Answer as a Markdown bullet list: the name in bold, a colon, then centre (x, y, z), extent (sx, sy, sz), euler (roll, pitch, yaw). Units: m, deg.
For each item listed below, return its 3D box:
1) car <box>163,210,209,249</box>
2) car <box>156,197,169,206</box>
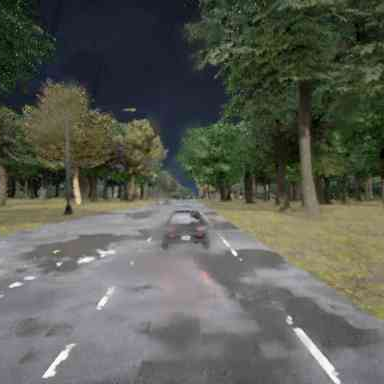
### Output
- **car**: centre (-0.278, 1.530, 14.603), extent (1.812, 1.442, 4.674), euler (-1, 0, -1)
- **car**: centre (-5.080, 1.667, 58.055), extent (2.128, 1.511, 4.902), euler (-1, 0, 4)
